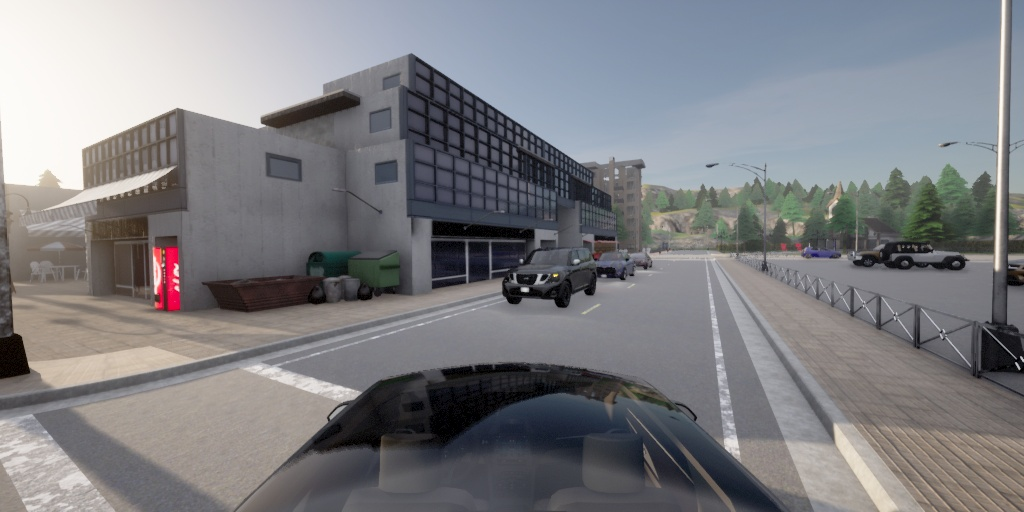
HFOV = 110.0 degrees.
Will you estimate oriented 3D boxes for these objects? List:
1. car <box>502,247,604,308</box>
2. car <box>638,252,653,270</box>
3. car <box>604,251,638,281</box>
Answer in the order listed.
[{"bbox_3d":[1.717,0.665,14.018,2.150,2.045,5.566,0,2,28],"label":"car"},{"bbox_3d":[11.205,0.393,31.701,1.812,1.442,4.674,0,2,28],"label":"car"},{"bbox_3d":[6.365,0.513,22.686,2.097,1.767,4.553,0,2,28],"label":"car"}]
